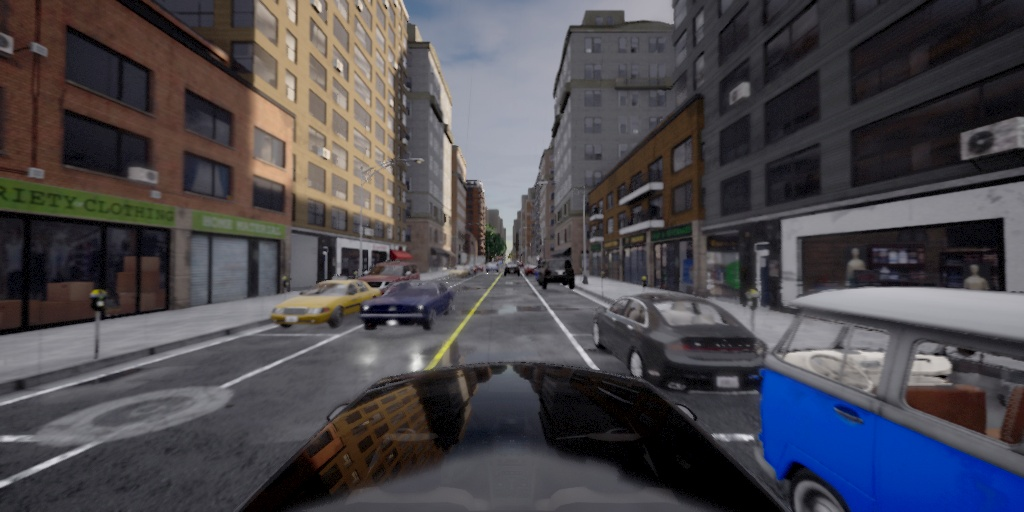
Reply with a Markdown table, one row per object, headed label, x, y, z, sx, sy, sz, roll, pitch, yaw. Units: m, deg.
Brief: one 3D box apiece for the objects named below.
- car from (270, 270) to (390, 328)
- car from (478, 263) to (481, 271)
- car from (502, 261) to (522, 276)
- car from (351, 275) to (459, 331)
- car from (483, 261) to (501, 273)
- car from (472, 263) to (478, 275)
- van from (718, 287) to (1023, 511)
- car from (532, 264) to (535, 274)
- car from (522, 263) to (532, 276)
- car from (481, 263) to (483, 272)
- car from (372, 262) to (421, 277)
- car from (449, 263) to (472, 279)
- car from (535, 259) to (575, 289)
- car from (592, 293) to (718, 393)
| label | x | y | z | sx | sy | sz | roll | pitch | yaw |
| --- | --- | --- | --- | --- | --- | --- | --- | --- | --- |
| car | -5.859 | 1.385 | 11.933 | 1.751 | 1.417 | 4.829 | 0 | 0 | 0 |
| car | -5.869 | 1.736 | 50.550 | 1.967 | 1.591 | 4.097 | 0 | 0 | 0 |
| car | 0.027 | 1.717 | 45.586 | 1.882 | 1.535 | 5.008 | 0 | -1 | 1 |
| car | -3.103 | 1.455 | 11.526 | 1.895 | 1.301 | 4.718 | 0 | -1 | 0 |
| car | -3.076 | 1.896 | 56.722 | 1.812 | 1.442 | 4.674 | 0 | -1 | 0 |
| car | -5.867 | 1.781 | 45.058 | 2.007 | 1.370 | 4.403 | 0 | 0 | 0 |
| van | 2.675 | 1.085 | 1.141 | 1.690 | 1.789 | 3.998 | 0 | 0 | 0 |
| car | 3.132 | 1.566 | 32.698 | 1.882 | 1.535 | 5.008 | 0 | -1 | 0 |
| car | 2.660 | 1.776 | 45.069 | 1.888 | 1.381 | 4.507 | 0 | 0 | 0 |
| car | -5.872 | 1.868 | 61.536 | 1.967 | 1.591 | 4.097 | 0 | 0 | 0 |
| car | -5.861 | 1.234 | 17.595 | 2.192 | 1.841 | 5.009 | 0 | 0 | 0 |
| car | -5.866 | 1.692 | 39.396 | 1.751 | 1.417 | 4.829 | 0 | 0 | 0 |
| car | 3.101 | 1.230 | 25.732 | 2.150 | 2.045 | 5.566 | 0 | -1 | 0 |
| car | 2.673 | 1.353 | 6.632 | 2.007 | 1.370 | 4.403 | 0 | 0 | 0 |
